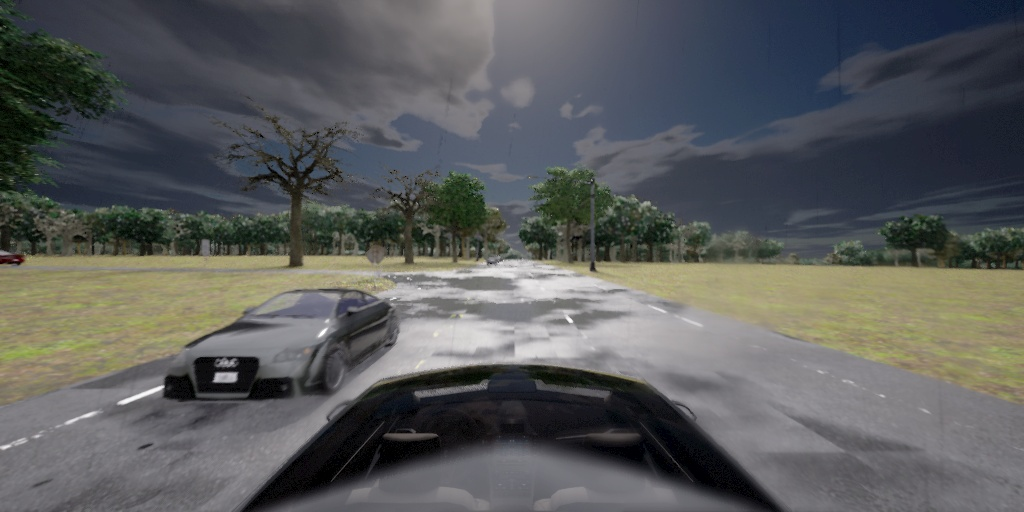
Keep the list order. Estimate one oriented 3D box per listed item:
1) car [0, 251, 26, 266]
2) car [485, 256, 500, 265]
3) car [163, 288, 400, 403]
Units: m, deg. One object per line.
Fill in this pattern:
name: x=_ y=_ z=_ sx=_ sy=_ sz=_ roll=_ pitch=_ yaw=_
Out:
car: x=-49.055 y=0.208 z=33.673 sx=5.008 sy=1.535 sz=1.882 roll=0 pitch=-1 yaw=0
car: x=-3.593 y=0.892 z=64.115 sx=1.837 sy=1.490 sz=4.892 roll=0 pitch=1 yaw=0
car: x=-3.507 y=1.285 z=6.384 sx=1.994 sy=1.385 sz=4.181 roll=0 pitch=0 yaw=0
